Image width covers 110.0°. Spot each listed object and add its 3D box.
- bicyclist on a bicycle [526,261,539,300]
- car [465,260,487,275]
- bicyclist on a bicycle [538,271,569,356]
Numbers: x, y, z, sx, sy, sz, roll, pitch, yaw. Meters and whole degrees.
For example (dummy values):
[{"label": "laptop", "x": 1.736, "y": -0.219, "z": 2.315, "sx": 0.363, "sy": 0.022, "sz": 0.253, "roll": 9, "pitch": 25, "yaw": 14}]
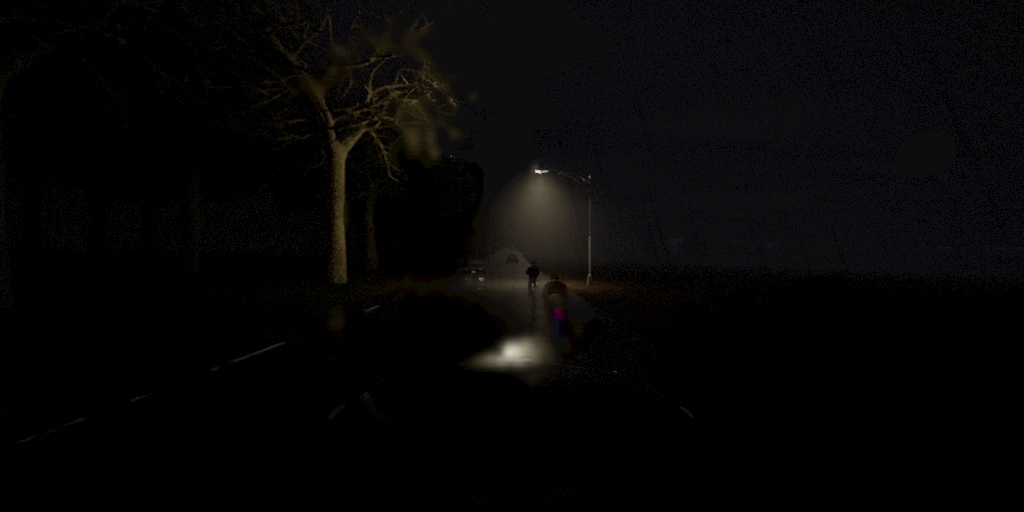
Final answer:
[{"label": "bicyclist on a bicycle", "x": 0.962, "y": 1.087, "z": 16.451, "sx": 0.659, "sy": 1.776, "sz": 1.843, "roll": 0, "pitch": 1, "yaw": 0}, {"label": "car", "x": -3.604, "y": 1.111, "z": 36.673, "sx": 2.033, "sy": 1.411, "sz": 5.357, "roll": 0, "pitch": 0, "yaw": 0}, {"label": "bicyclist on a bicycle", "x": 0.962, "y": 1.200, "z": 7.695, "sx": 0.582, "sy": 1.620, "sz": 1.656, "roll": 0, "pitch": 0, "yaw": 0}]
